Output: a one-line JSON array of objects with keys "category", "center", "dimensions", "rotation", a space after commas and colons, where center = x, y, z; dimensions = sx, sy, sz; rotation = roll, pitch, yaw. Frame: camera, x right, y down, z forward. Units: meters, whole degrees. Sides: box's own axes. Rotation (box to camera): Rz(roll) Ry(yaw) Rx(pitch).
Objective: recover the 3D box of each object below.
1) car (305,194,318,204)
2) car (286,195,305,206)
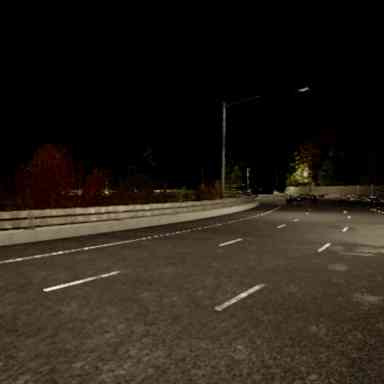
[{"category": "car", "center": [19.665, 1.109, 55.583], "dimensions": [2.128, 1.511, 4.902], "rotation": [1, 1, 9]}, {"category": "car", "center": [14.156, 1.144, 46.350], "dimensions": [2.128, 1.511, 4.902], "rotation": [1, 1, 15]}]
